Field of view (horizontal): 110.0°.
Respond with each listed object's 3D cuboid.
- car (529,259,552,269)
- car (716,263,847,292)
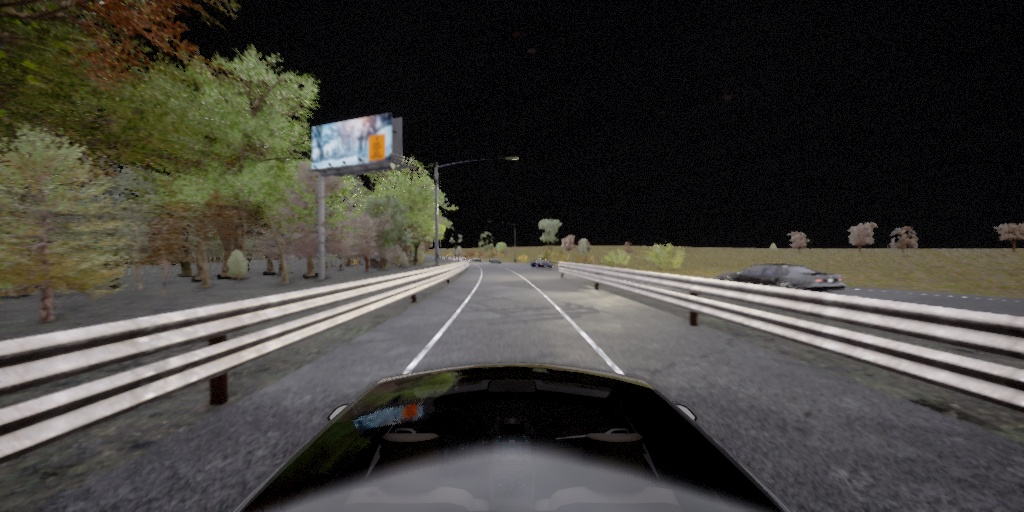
[{"bbox_3d":[3.826,1.096,49.159,1.895,1.301,4.718,-1,0,-15],"label":"car"},{"bbox_3d":[12.548,1.062,17.297,2.033,1.411,5.357,-1,0,-15],"label":"car"}]
